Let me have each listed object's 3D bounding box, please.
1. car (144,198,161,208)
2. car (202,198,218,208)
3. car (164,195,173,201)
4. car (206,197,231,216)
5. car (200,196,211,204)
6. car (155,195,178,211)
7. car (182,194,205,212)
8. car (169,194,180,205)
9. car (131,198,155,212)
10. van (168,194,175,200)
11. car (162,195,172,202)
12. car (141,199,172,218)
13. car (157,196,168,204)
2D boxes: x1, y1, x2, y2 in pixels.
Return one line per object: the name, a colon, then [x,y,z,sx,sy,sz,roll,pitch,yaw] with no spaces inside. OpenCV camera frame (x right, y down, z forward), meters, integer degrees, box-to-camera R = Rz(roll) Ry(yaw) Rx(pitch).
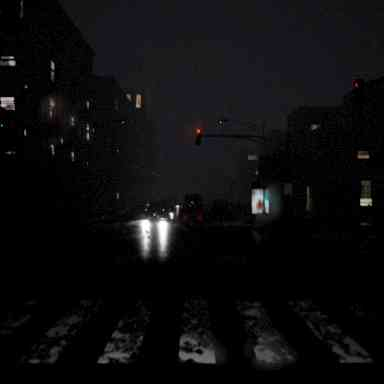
car: [-5.768,1.547,48.930,2.008,1.369,4.403,0,0,0]
car: [2.612,1.547,48.955,2.008,1.369,4.403,0,0,0]
car: [-5.819,1.551,82.939,1.752,1.417,4.829,-1,0,0]
car: [2.637,1.430,31.864,1.967,1.590,4.097,0,0,0]
car: [2.587,1.559,66.045,2.008,1.369,4.403,-1,0,0]
car: [-3.157,1.471,40.921,1.882,1.535,5.008,0,0,0]
car: [0.056,1.213,37.935,2.150,2.045,5.566,0,0,0]
car: [-3.156,1.506,56.263,1.837,1.490,4.892,0,0,0]
car: [-5.751,1.542,37.536,2.008,1.369,4.403,0,0,0]
van: [-5.838,1.384,94.503,1.690,1.788,3.998,-1,0,0]
car: [-5.812,1.459,77.412,1.967,1.590,4.097,0,0,0]
car: [-3.143,1.591,30.147,1.895,1.301,4.718,0,0,0]
car: [-5.793,1.533,65.850,1.752,1.417,4.829,0,0,0]
